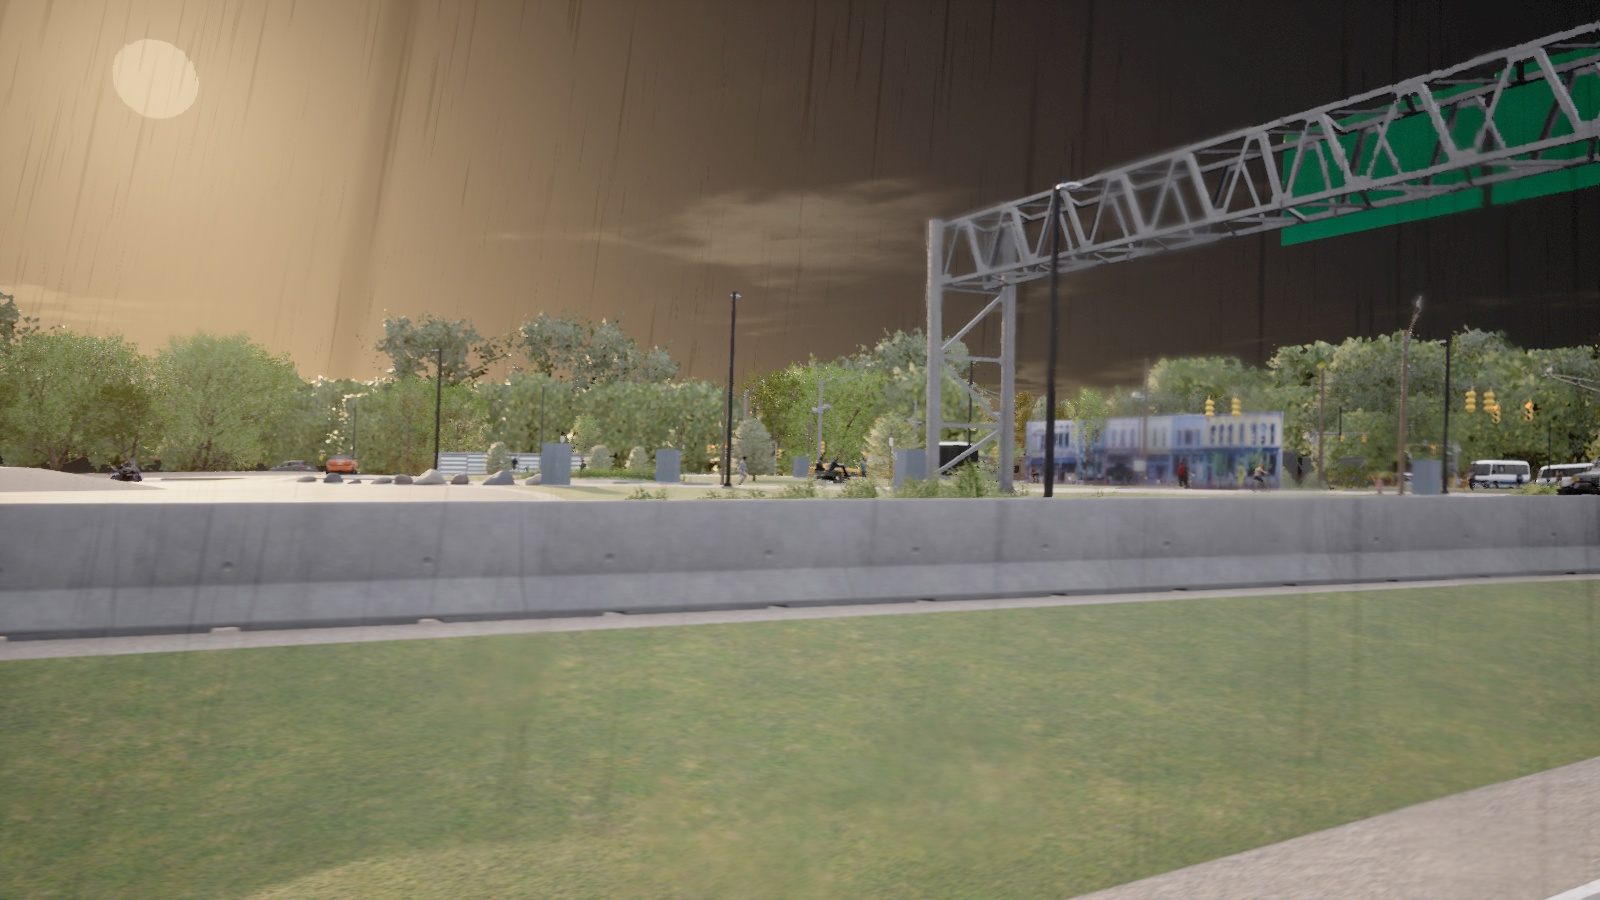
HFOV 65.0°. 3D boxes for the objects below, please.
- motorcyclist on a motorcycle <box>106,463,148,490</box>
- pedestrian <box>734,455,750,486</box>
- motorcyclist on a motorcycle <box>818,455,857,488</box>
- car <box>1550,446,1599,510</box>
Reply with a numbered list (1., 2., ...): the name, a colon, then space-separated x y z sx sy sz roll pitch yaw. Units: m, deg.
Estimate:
1. motorcyclist on a motorcycle: -40.959 1.613 76.430 2.191 1.530 0.866 -2 2 14
2. pedestrian: -3.509 1.252 76.308 0.900 1.855 0.874 2 -1 -2
3. motorcyclist on a motorcycle: 1.862 1.055 62.122 1.817 1.590 0.866 1 -1 -5
4. car: 25.204 0.857 38.575 3.866 1.878 1.905 1 -1 -26
